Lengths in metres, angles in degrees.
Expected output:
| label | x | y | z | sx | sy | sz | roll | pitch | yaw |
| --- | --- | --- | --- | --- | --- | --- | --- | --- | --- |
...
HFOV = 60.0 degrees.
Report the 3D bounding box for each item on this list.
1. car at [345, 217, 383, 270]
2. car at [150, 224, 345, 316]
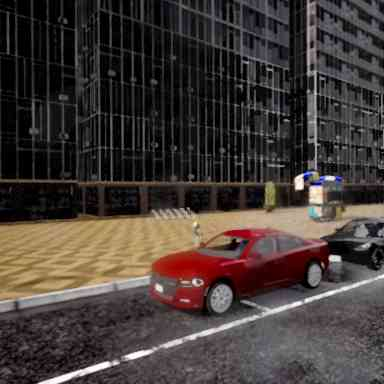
| label | x | y | z | sx | sy | sz | roll | pitch | yaw |
| --- | --- | --- | --- | --- | --- | --- | --- | --- | --- |
| car | 5.844 | 1.496 | 10.723 | 4.313 | 1.339 | 1.947 | 0 | 0 | -35 |
| car | 1.228 | 1.511 | 7.434 | 4.507 | 1.381 | 1.887 | 0 | 0 | -35 |
